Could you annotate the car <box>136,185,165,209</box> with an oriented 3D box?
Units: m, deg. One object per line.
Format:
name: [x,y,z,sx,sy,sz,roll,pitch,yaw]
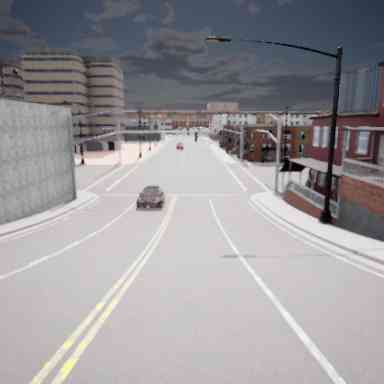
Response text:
car: [-3.514,0.344,28.822,2.097,1.767,4.553,0,8,0]
